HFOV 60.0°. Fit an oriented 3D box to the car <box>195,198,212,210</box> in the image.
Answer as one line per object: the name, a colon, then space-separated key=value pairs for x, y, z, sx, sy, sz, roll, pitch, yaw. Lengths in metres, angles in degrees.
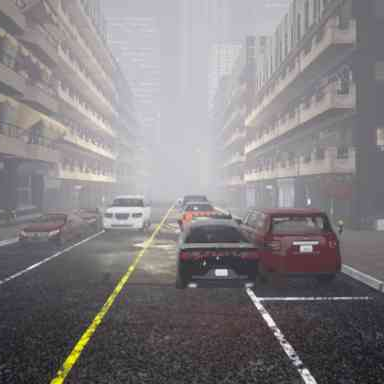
car: x=1.430 y=1.556 z=43.207 sx=1.947 sy=1.339 sz=4.313 roll=-1 pitch=0 yaw=-2

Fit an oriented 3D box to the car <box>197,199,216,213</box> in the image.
car: x=1.589 y=1.516 z=37.778 sx=1.752 sy=1.417 sz=4.829 roll=-1 pitch=0 yaw=-2

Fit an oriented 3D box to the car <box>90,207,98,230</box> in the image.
car: x=-6.290 y=1.577 z=20.592 sx=1.802 sy=1.307 sz=4.206 roll=-1 pitch=0 yaw=-2

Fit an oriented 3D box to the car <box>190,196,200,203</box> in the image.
car: x=0.608 y=1.552 z=71.205 sx=1.947 sy=1.339 sz=4.313 roll=-1 pitch=0 yaw=-2

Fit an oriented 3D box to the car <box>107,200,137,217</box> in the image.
car: x=-6.618 y=1.543 z=31.791 sx=2.008 sy=1.369 sz=4.403 roll=-1 pitch=0 yaw=-2

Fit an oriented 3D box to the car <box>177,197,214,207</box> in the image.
car: x=0.355 y=1.346 z=19.155 sx=2.097 sy=1.767 sz=4.553 roll=0 pitch=0 yaw=-2

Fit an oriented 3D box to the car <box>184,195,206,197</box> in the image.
car: x=0.178 y=1.218 z=25.212 sx=2.150 sy=2.045 sz=5.566 roll=0 pitch=0 yaw=-2

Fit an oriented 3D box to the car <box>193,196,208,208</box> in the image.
car: x=1.264 y=1.429 z=48.807 sx=1.967 sy=1.590 sz=4.097 roll=-1 pitch=0 yaw=-2

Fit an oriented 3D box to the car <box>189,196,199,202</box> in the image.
car: x=0.444 y=1.536 z=76.806 sx=2.008 sy=1.369 sz=4.403 roll=-1 pitch=0 yaw=-2

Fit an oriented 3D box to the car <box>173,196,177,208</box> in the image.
car: x=-1.304 y=1.590 z=45.463 sx=1.895 sy=1.301 sz=4.718 roll=0 pitch=0 yaw=-1

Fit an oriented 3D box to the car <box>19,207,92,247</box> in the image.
car: x=-6.125 y=1.578 z=14.992 sx=1.802 sy=1.307 sz=4.206 roll=-1 pitch=0 yaw=-2

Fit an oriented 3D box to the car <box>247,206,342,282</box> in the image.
car: x=2.413 y=1.313 z=9.610 sx=2.192 sy=1.841 sz=5.009 roll=-1 pitch=0 yaw=-2

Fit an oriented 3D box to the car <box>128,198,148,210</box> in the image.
car: x=-6.947 y=1.540 z=42.990 sx=2.008 sy=1.369 sz=4.403 roll=-1 pitch=0 yaw=-2

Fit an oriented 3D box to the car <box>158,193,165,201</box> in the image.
car: x=-8.098 y=1.535 z=82.187 sx=2.008 sy=1.369 sz=4.403 roll=-1 pitch=0 yaw=-2

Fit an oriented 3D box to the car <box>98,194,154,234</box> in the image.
car: x=-3.664 y=1.216 z=19.713 sx=2.150 sy=2.045 sz=5.566 roll=0 pitch=0 yaw=-2

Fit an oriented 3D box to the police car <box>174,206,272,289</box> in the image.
police car: x=0.542 y=1.423 z=9.301 sx=1.930 sy=1.638 sz=5.238 roll=0 pitch=0 yaw=-1

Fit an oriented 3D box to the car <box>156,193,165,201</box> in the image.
car: x=-8.265 y=1.299 z=87.787 sx=2.192 sy=1.841 sz=5.009 roll=-1 pitch=0 yaw=-2

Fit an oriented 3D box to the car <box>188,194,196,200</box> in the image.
car: x=-0.051 y=1.424 z=93.604 sx=1.967 sy=1.590 sz=4.097 roll=-1 pitch=0 yaw=-2

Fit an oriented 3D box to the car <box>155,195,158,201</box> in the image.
car: x=-7.279 y=1.303 z=54.189 sx=2.192 sy=1.841 sz=5.009 roll=-1 pitch=0 yaw=-2
